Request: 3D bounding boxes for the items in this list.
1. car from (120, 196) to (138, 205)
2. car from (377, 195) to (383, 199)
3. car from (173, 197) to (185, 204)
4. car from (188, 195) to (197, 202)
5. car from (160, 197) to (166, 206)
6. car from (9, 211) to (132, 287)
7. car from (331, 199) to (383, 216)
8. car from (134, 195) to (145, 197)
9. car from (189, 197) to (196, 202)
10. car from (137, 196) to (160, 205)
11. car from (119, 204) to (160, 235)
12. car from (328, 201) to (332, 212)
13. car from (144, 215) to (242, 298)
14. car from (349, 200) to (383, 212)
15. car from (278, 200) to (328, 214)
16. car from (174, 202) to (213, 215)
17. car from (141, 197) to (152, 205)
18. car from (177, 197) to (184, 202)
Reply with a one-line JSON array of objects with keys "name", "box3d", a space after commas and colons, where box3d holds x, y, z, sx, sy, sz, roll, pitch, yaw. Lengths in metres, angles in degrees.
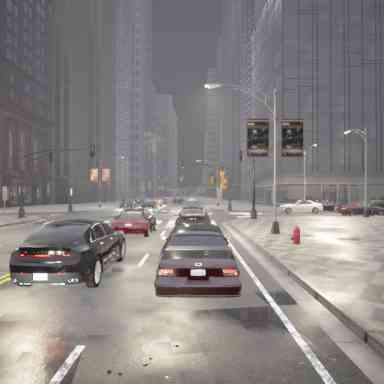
[{"name": "car", "box3d": [-9.802, 1.735, 50.694, 1.837, 1.490, 4.892, 0, 0, -2]}, {"name": "car", "box3d": [21.522, 1.265, 36.030, 5.566, 2.045, 2.150, 0, -1, -1]}, {"name": "car", "box3d": [-3.133, 1.887, 74.314, 1.882, 1.535, 5.008, 0, 0, 0]}, {"name": "car", "box3d": [0.117, 1.687, 80.594, 2.150, 2.045, 5.566, 0, 0, 0]}, {"name": "car", "box3d": [-6.483, 1.649, 60.085, 2.097, 1.767, 4.553, 0, 0, 0]}, {"name": "car", "box3d": [-3.137, 1.516, 9.316, 1.837, 1.490, 4.892, 0, 0, 0]}, {"name": "car", "box3d": [15.359, 1.577, 30.166, 4.206, 1.307, 1.802, 0, 0, -1]}, {"name": "car", "box3d": [-9.730, 1.523, 60.714, 2.150, 2.045, 5.566, 0, 0, 0]}, {"name": "car", "box3d": [0.132, 2.028, 91.171, 1.882, 1.535, 5.008, 0, 0, 0]}, {"name": "car", "box3d": [-6.521, 1.778, 50.803, 2.033, 1.411, 5.357, 0, 0, 0]}, {"name": "car", "box3d": [-3.124, 1.603, 18.411, 1.994, 1.385, 4.181, 0, 0, 0]}, {"name": "car", "box3d": [15.241, 1.663, 38.690, 4.313, 1.339, 1.947, 0, 0, -1]}, {"name": "car", "box3d": [0.119, 1.557, 8.721, 2.033, 1.411, 5.357, 0, 0, 0]}, {"name": "car", "box3d": [20.881, 1.643, 38.770, 4.313, 1.339, 1.947, 0, 0, -1]}, {"name": "car", "box3d": [11.687, 1.602, 35.882, 4.674, 1.442, 1.812, 0, -1, -1]}, {"name": "car", "box3d": [0.075, 1.545, 18.566, 1.837, 1.490, 4.892, 0, 0, 1]}, {"name": "car", "box3d": [-9.647, 1.906, 71.060, 1.812, 1.442, 4.674, 0, 0, 0]}, {"name": "car", "box3d": [-3.118, 2.104, 91.293, 1.994, 1.385, 4.181, 0, 0, 0]}]
